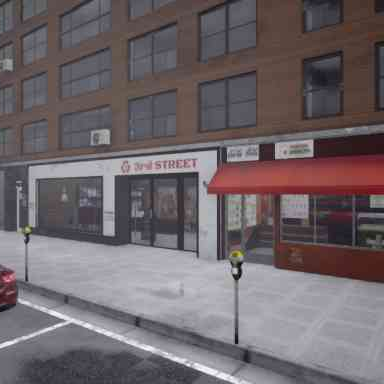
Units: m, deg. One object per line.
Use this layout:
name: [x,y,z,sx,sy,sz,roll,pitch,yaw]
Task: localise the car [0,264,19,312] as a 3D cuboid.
car: [-4.925,1.582,6.327,4.206,1.307,1.802,0,0,36]
